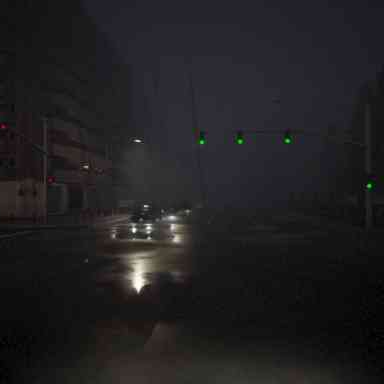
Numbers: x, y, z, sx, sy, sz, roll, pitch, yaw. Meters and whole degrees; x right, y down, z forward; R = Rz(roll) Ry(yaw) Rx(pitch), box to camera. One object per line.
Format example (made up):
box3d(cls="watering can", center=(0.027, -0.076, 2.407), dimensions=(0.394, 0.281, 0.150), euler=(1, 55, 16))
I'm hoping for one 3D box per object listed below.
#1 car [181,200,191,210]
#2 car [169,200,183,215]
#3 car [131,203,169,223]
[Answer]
box3d(cls="car", center=(-1.227, 1.935, 52.171), dimensions=(1.882, 1.535, 5.008), euler=(0, -1, 6))
box3d(cls="car", center=(-2.646, 1.950, 39.037), dimensions=(1.895, 1.301, 4.718), euler=(0, 0, 6))
box3d(cls="car", center=(-3.737, 1.813, 28.919), dimensions=(2.033, 1.411, 5.357), euler=(0, 0, 6))
